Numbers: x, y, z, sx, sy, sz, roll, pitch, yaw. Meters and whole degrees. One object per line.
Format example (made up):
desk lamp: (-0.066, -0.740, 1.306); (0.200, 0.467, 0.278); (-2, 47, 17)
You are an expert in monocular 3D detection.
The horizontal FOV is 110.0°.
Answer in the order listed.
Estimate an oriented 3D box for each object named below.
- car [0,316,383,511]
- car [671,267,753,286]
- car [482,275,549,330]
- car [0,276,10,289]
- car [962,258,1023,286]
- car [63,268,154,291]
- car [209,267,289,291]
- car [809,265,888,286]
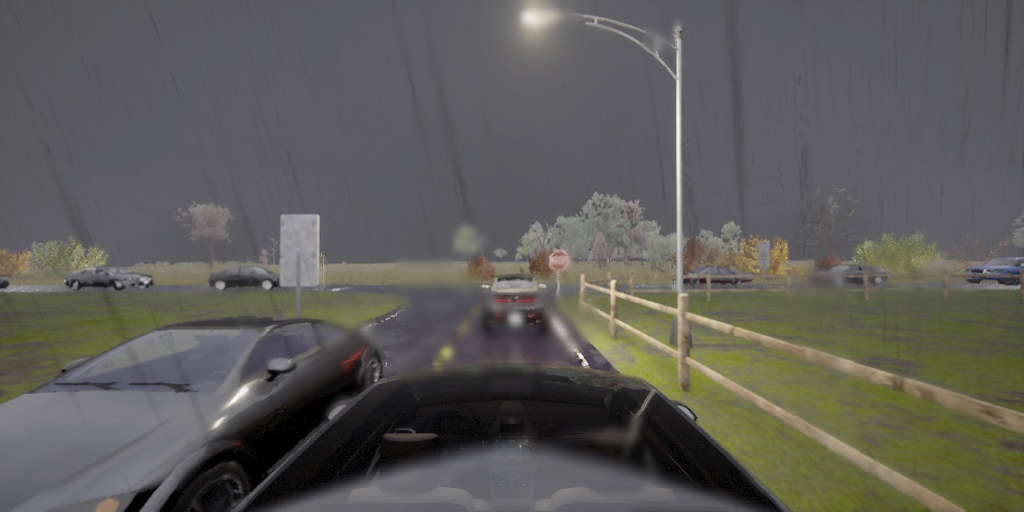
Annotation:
car: (-2.839, 1.330, 3.462); (1.994, 1.385, 4.181); (0, -1, 0)
car: (14.900, 1.495, 26.817); (5.357, 1.411, 2.033); (0, -1, 0)
car: (0.097, 1.349, 11.487); (1.837, 1.490, 4.892); (0, 0, 0)
car: (-37.105, 1.629, 24.285); (4.181, 1.385, 1.994); (0, -1, 1)
car: (37.174, 1.135, 26.623); (5.566, 2.045, 2.150); (0, -1, 1)
car: (-27.088, 1.526, 24.196); (4.902, 1.511, 2.128); (0, -1, 1)
car: (-17.401, 1.484, 24.115); (5.008, 1.535, 1.882); (0, -1, 1)
car: (25.011, 1.430, 26.732); (4.892, 1.490, 1.837); (-1, -1, 1)
